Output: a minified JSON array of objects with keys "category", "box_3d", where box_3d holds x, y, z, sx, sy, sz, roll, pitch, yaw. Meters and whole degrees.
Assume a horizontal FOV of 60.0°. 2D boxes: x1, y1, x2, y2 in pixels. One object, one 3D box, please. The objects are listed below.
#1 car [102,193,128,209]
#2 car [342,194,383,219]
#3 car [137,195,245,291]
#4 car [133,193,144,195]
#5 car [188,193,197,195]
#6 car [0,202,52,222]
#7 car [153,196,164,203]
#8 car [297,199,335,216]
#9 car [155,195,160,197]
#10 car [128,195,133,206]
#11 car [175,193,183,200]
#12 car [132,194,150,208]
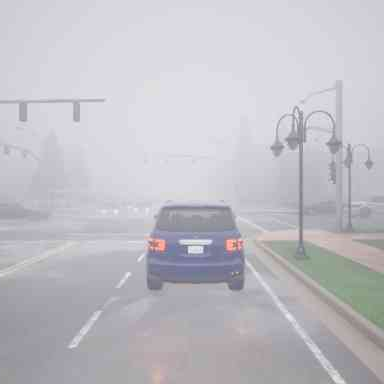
[{"category":"car","box_3d":[-10.557,1.352,44.925,2.097,1.767,4.553,0,0,0]},{"category":"car","box_3d":[16.211,1.221,28.810,5.566,2.045,2.150,0,0,-1]},{"category":"car","box_3d":[0.087,1.221,9.185,2.150,2.045,5.566,0,0,0]},{"category":"car","box_3d":[-10.447,1.477,68.639,1.882,1.535,5.008,0,0,0]},{"category":"car","box_3d":[0.061,1.544,77.933,1.994,1.385,4.181,0,0,0]},{"category":"car","box_3d":[-13.215,1.525,25.425,4.674,1.442,1.812,0,0,1]},{"category":"car","box_3d":[-6.946,1.500,69.076,1.837,1.490,4.892,0,0,0]},{"category":"car","box_3d":[12.766,1.505,32.290,4.892,1.490,1.837,0,0,-1]},{"category":"car","box_3d":[-7.026,1.564,58.055,1.994,1.385,4.181,0,0,1]},{"category":"car","box_3d":[-10.542,1.563,53.933,1.994,1.385,4.181,0,0,0]},{"category":"car","box_3d":[-3.432,1.210,87.778,2.097,1.767,4.553,0,0,0]},{"category":"car","box_3d":[-7.045,1.477,48.997,1.882,1.535,5.008,0,0,0]}]
